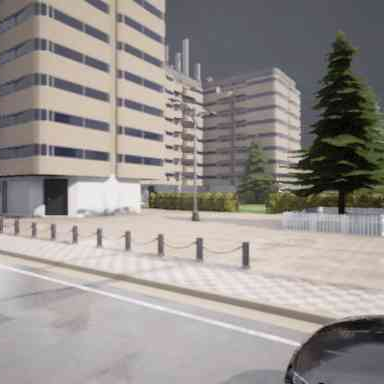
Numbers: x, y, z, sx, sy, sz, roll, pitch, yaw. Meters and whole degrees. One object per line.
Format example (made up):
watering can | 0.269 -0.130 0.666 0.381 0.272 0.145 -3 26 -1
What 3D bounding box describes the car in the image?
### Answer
car | 2.989 1.490 1.830 4.902 1.511 2.128 0 0 36
